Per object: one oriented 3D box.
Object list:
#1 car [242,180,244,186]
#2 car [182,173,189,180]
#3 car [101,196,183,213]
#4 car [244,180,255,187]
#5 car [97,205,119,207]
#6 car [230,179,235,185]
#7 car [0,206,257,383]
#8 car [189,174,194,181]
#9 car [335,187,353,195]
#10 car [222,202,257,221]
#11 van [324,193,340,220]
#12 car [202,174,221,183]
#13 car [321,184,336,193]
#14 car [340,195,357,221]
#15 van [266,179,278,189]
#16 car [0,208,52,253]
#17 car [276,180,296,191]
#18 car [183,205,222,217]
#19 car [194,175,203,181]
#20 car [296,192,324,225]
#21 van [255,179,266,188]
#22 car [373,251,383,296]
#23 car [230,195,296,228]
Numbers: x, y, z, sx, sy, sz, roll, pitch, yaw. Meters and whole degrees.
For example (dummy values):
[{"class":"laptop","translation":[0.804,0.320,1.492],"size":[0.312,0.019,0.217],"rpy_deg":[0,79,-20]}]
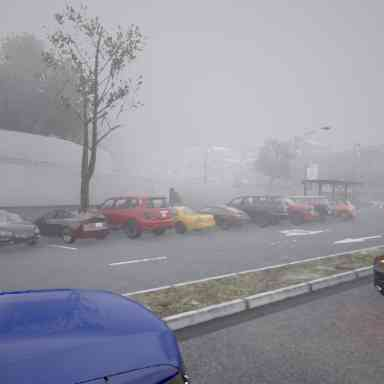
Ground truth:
[{"class":"car","translation":[12.466,-2.042,76.217],"size":[2.002,1.452,4.674],"rpy_deg":[7,4,35]},{"class":"car","translation":[0.279,-4.084,93.410],"size":[2.185,1.767,4.553],"rpy_deg":[4,1,34]},{"class":"car","translation":[-3.564,1.248,17.676],"size":[5.566,2.045,2.435],"rpy_deg":[-1,-1,35]},{"class":"car","translation":[14.293,-1.811,73.893],"size":[1.946,1.575,5.366],"rpy_deg":[7,3,35]},{"class":"car","translation":[-6.012,1.524,15.936],"size":[4.792,1.488,2.163],"rpy_deg":[-1,-1,35]},{"class":"car","translation":[10.729,-2.316,78.683],"size":[2.002,1.452,4.674],"rpy_deg":[7,3,35]},{"class":"car","translation":[-2.501,1.222,1.351],"size":[5.566,2.045,2.150],"rpy_deg":[0,0,-35]},{"class":"car","translation":[2.004,-3.849,90.936],"size":[2.185,1.767,4.553],"rpy_deg":[6,3,34]},{"class":"car","translation":[26.221,0.137,56.445],"size":[2.002,1.452,4.674],"rpy_deg":[7,3,35]},{"class":"car","translation":[1.370,1.549,21.121],"size":[4.674,1.452,2.002],"rpy_deg":[-1,-1,35]},{"class":"van","translation":[8.859,1.297,26.238],"size":[4.442,1.987,1.878],"rpy_deg":[-1,-1,35]},{"class":"car","translation":[5.639,-3.175,86.203],"size":[1.946,1.575,5.366],"rpy_deg":[7,3,34]},{"class":"car","translation":[24.536,-0.425,58.921],"size":[2.435,2.045,5.566],"rpy_deg":[7,3,35]},{"class":"car","translation":[11.272,1.404,27.983],"size":[4.553,1.767,2.185],"rpy_deg":[-1,-1,35]},{"class":"van","translation":[17.586,-1.490,68.683],"size":[1.878,1.987,4.442],"rpy_deg":[7,4,35]},{"class":"car","translation":[-8.436,1.494,14.194],"size":[4.892,1.521,2.231],"rpy_deg":[-1,-1,35]},{"class":"car","translation":[19.341,-0.991,66.317],"size":[2.231,1.521,4.892],"rpy_deg":[7,3,35]},{"class":"car","translation":[-1.240,1.503,19.499],"size":[5.366,1.575,1.946],"rpy_deg":[-1,-1,35]},{"class":"car","translation":[3.793,-3.697,88.467],"size":[2.435,2.045,5.566],"rpy_deg":[7,3,34]},{"class":"car","translation":[6.317,1.268,24.573],"size":[5.566,2.045,2.435],"rpy_deg":[-1,-1,35]},{"class":"van","translation":[15.862,-1.763,71.158],"size":[1.878,1.987,4.442],"rpy_deg":[7,4,35]},{"class":"car","translation":[5.853,1.515,7.278],"size":[4.892,1.490,1.837],"rpy_deg":[0,0,-35]},{"class":"car","translation":[3.801,1.263,22.873],"size":[5.566,2.045,2.435],"rpy_deg":[-1,-1,35]}]
